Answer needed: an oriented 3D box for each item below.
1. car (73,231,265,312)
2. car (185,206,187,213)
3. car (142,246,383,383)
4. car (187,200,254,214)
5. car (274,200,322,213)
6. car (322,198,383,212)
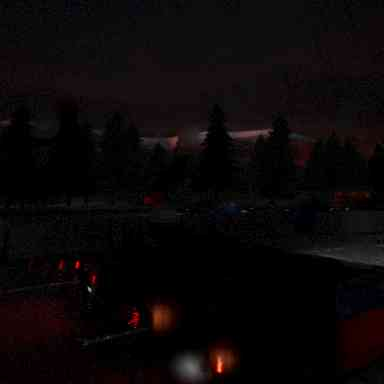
[{"bbox_3d":[-0.096,1.575,7.597,4.718,1.301,1.895,0,0,-31],"label":"car"},{"bbox_3d":[1.440,1.467,31.836,4.181,1.385,1.994,0,0,-21],"label":"car"},{"bbox_3d":[1.887,1.590,4.735,4.718,1.301,1.895,0,0,-31],"label":"car"},{"bbox_3d":[2.692,1.464,28.682,5.357,1.411,2.033,0,0,-22],"label":"car"},{"bbox_3d":[9.101,1.415,27.269,5.008,1.535,1.882,0,0,-18],"label":"car"},{"bbox_3d":[12.451,1.307,24.645,4.553,1.767,2.097,0,0,-16],"label":"car"}]
